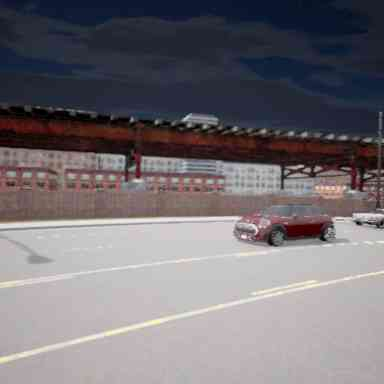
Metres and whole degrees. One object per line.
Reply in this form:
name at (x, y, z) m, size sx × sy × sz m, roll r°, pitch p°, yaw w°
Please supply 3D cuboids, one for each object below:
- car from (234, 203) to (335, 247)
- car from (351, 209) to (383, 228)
car at (4.082, 1.272, 14.599) m, size 4.553 × 1.767 × 2.097 m, roll 1°, pitch 0°, yaw -29°
car at (13.492, 1.809, 23.185) m, size 4.718 × 1.301 × 1.895 m, roll 2°, pitch 0°, yaw -23°
